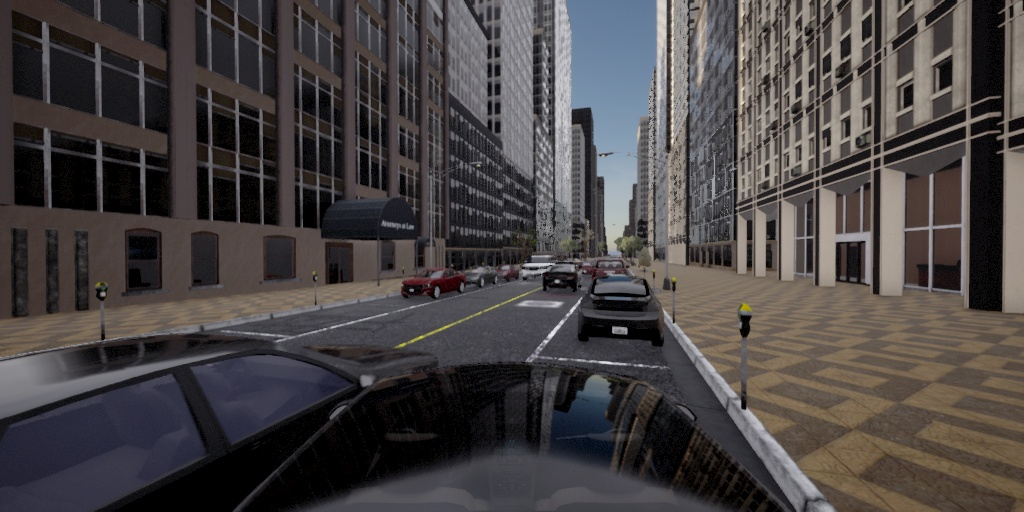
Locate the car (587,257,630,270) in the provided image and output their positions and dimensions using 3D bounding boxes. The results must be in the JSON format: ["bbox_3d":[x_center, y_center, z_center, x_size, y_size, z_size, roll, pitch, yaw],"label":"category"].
[{"bbox_3d":[5.830,1.059,21.172,2.192,1.841,5.009,0,0,17],"label":"car"}]

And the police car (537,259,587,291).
[{"bbox_3d":[3.168,1.168,21.651,1.930,1.638,5.238,0,0,17],"label":"police car"}]

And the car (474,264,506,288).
[{"bbox_3d":[-2.205,1.291,23.555,2.007,1.370,4.403,0,0,17],"label":"car"}]

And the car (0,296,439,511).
[{"bbox_3d":[-2.439,1.296,2.406,2.033,1.411,5.357,0,0,17],"label":"car"}]

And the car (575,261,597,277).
[{"bbox_3d":[7.480,1.264,35.847,1.812,1.442,4.674,0,0,17],"label":"car"}]

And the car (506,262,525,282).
[{"bbox_3d":[-0.589,1.321,29.004,1.802,1.307,4.207,0,0,17],"label":"car"}]

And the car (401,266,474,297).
[{"bbox_3d":[-3.820,1.288,18.105,1.888,1.381,4.507,0,0,17],"label":"car"}]

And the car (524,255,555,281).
[{"bbox_3d":[2.404,0.961,29.970,2.150,2.045,5.566,0,0,17],"label":"car"}]

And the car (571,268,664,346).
[{"bbox_3d":[2.850,1.251,9.517,1.837,1.490,4.892,0,0,17],"label":"car"}]
